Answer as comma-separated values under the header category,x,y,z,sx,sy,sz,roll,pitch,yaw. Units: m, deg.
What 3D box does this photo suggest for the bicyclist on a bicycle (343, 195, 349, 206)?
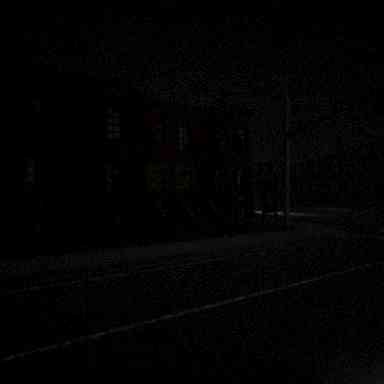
category,x,y,z,sx,sy,sz,roll,pitch,yaw
bicyclist on a bicycle,21.159,1.196,45.691,1.656,1.620,0.582,-1,0,-35
